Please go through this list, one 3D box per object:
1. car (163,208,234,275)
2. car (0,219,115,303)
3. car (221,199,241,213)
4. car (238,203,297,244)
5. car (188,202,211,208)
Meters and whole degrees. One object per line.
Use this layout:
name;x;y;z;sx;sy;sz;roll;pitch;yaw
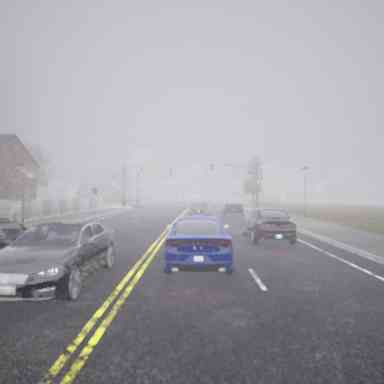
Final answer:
car;0.193;1.478;10.542;1.882;1.535;5.008;0;0;1
car;-3.290;1.492;8.376;2.128;1.511;4.902;0;0;1
car;4.033;1.487;33.374;1.882;1.535;5.008;0;0;2
car;3.529;1.508;15.724;1.837;1.490;4.892;0;0;1
car;0.595;1.554;28.306;2.033;1.411;5.357;0;0;2
